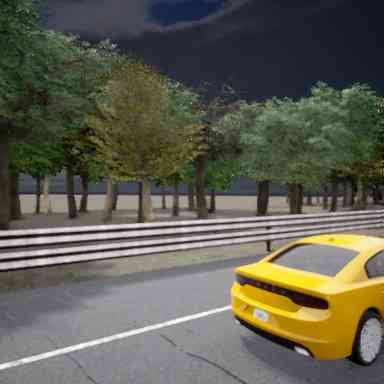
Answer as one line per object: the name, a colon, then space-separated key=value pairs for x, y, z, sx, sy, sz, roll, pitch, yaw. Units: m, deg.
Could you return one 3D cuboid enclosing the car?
car: x=2.949 y=1.508 z=5.895 sx=5.008 sy=1.535 sz=1.882 roll=0 pitch=0 yaw=-35
